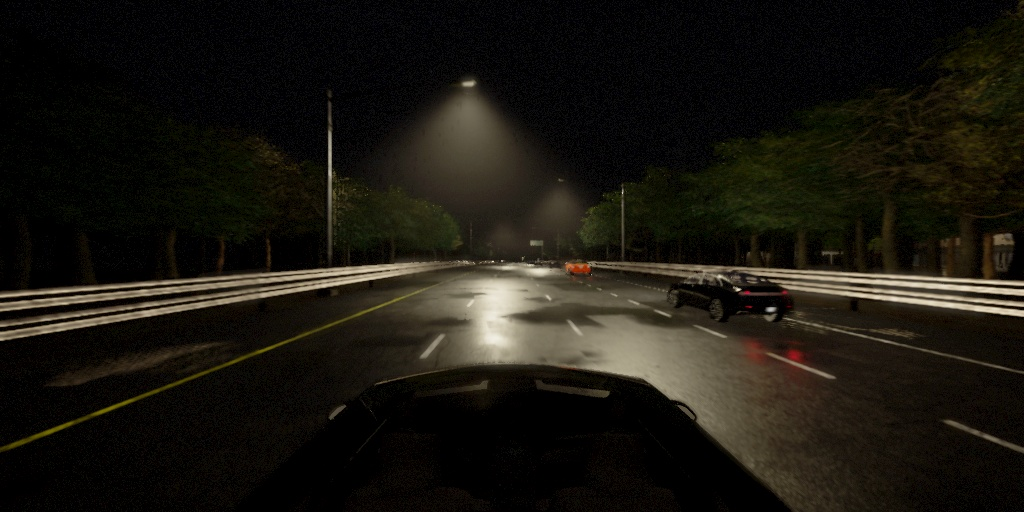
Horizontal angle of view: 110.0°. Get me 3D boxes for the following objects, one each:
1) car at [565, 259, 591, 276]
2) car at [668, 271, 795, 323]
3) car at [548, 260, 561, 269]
[{"bbox_3d":[7.055,1.159,38.707,2.097,1.767,4.553,0,0,0],"label":"car"},{"bbox_3d":[7.005,1.242,12.127,2.128,1.511,4.902,0,0,0],"label":"car"},{"bbox_3d":[7.155,1.484,60.402,2.128,1.511,4.902,0,-1,0],"label":"car"}]
